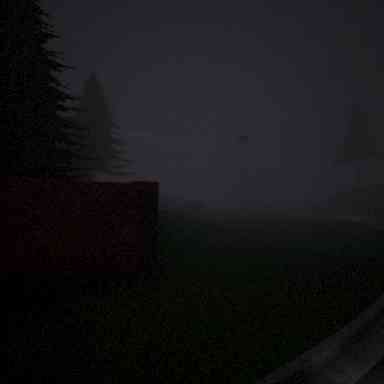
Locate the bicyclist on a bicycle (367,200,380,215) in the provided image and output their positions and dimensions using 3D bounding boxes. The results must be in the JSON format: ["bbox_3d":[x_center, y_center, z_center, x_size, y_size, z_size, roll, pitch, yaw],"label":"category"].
[{"bbox_3d":[19.849,1.741,36.337,1.656,1.620,0.582,0,-1,-14],"label":"bicyclist on a bicycle"}]

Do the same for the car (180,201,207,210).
[{"bbox_3d":[0.214,2.098,52.014,4.181,1.385,1.994,0,-1,12],"label":"car"}]
